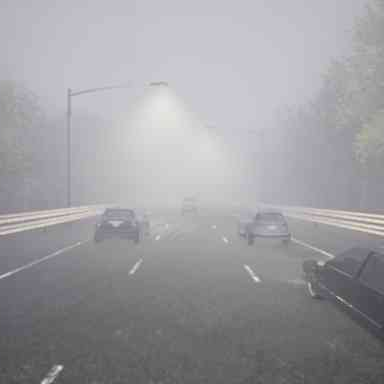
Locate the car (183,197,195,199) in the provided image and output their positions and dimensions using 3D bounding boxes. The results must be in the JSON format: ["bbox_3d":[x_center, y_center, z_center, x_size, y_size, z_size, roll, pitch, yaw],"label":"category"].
[{"bbox_3d":[-0.438,1.795,51.930,2.150,2.045,5.566,0,0,-1],"label":"car"}]

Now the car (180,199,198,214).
[{"bbox_3d":[-0.356,1.960,41.208,2.163,1.488,4.792,0,-1,-1],"label":"car"}]

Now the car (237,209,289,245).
[{"bbox_3d":[3.445,1.617,16.612,2.033,1.649,4.856,0,-1,0],"label":"car"}]

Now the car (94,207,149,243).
[{"bbox_3d":[-3.466,1.545,17.207,2.097,1.767,4.553,0,-1,0],"label":"car"}]

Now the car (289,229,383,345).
[{"bbox_3d":[3.494,1.611,5.574,2.033,1.411,5.357,0,-1,0],"label":"car"}]

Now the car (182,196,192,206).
[{"bbox_3d":[-1.069,2.030,73.877,2.150,2.045,5.566,0,-1,-2],"label":"car"}]
